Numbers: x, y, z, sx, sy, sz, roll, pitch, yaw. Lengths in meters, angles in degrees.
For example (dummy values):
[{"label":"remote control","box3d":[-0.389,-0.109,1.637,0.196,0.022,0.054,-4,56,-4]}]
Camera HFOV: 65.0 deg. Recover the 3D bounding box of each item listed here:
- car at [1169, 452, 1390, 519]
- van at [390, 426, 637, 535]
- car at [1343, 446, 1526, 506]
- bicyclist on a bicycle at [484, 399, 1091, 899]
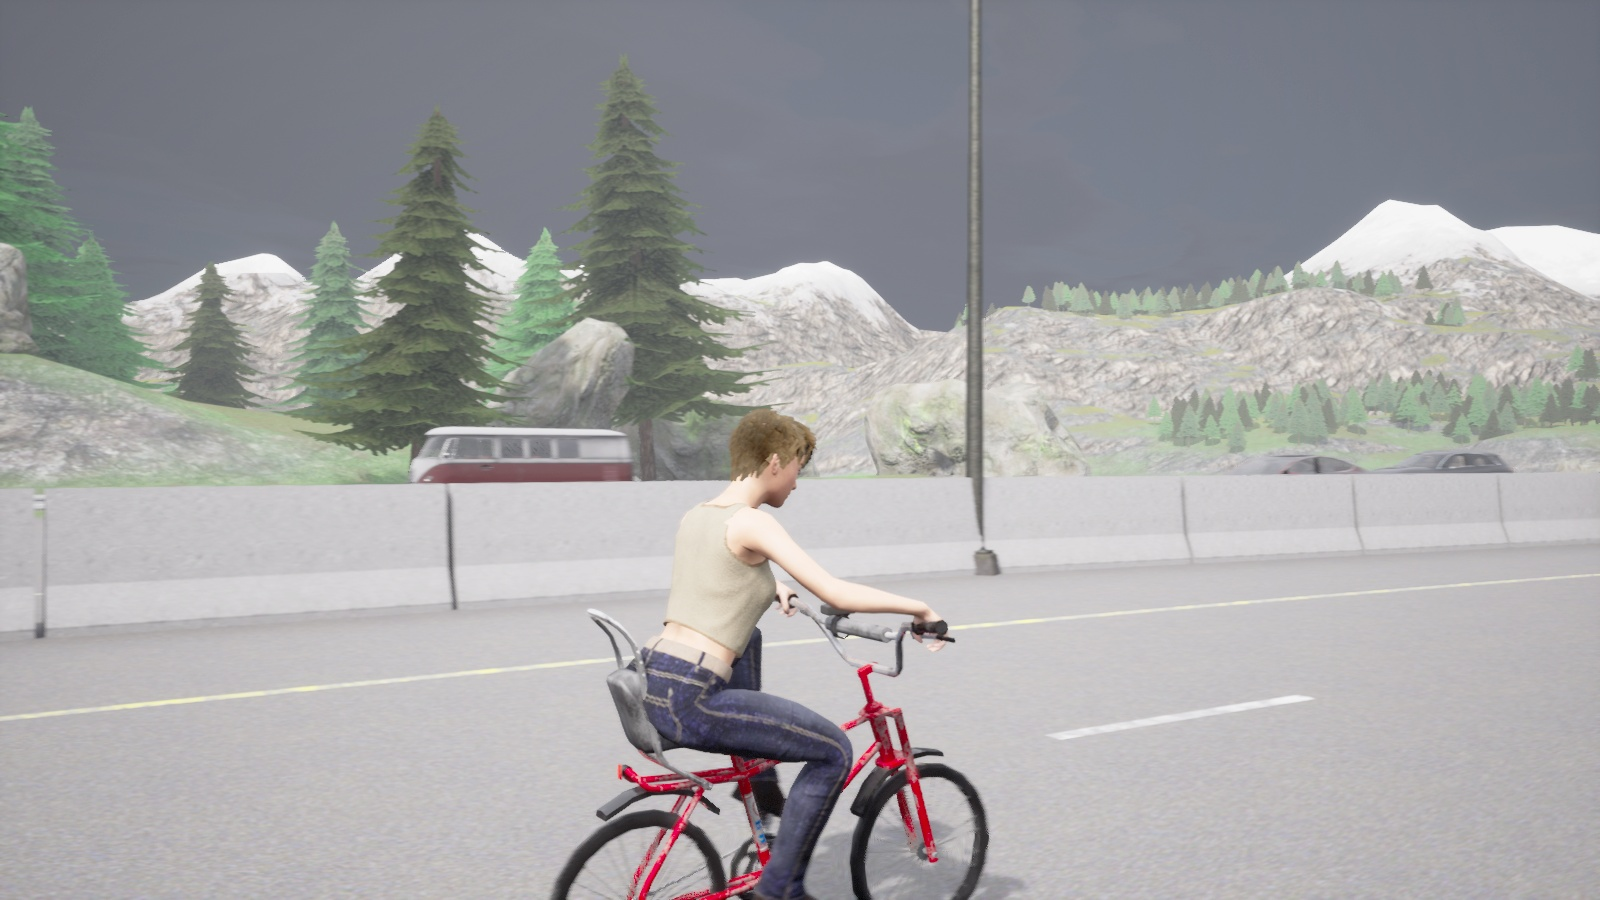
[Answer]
[{"label":"car","box3d":[11.426,0.791,29.938,4.792,1.488,2.163,0,0,-24]},{"label":"van","box3d":[-5.646,0.567,24.888,4.442,1.987,1.775,0,0,-31]},{"label":"car","box3d":[18.578,0.722,36.756,4.856,1.649,2.033,0,0,-21]},{"label":"bicyclist on a bicycle","box3d":[-0.024,0.690,3.603,1.509,1.612,0.866,0,0,-33]}]
